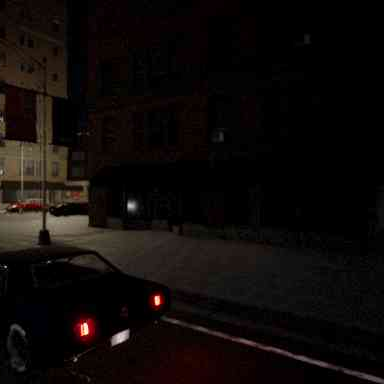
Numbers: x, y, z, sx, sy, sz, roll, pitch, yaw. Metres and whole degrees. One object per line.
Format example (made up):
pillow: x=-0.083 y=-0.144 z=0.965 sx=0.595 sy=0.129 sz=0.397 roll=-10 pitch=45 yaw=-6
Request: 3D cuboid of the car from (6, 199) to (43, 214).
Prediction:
car: x=-17.388 y=1.435 z=35.214 sx=1.967 sy=1.590 sz=4.097 roll=0 pitch=0 yaw=36

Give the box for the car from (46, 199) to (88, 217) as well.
car: x=-10.880 y=1.591 z=30.520 sx=1.947 sy=1.339 sz=4.313 roll=0 pitch=0 yaw=36

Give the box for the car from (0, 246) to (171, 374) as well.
car: x=-2.729 y=1.604 z=5.632 sx=4.718 sy=1.301 sz=1.895 roll=0 pitch=0 yaw=36
